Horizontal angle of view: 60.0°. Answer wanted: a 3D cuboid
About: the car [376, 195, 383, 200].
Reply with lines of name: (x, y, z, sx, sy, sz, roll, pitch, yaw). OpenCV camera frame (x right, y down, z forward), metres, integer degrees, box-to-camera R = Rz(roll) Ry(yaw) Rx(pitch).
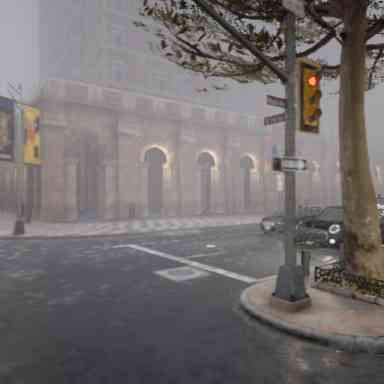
car: (13.861, 1.239, 23.593, 5.566, 2.045, 2.150, 0, 0, -36)

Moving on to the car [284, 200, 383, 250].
car: (6.335, 1.361, 14.019, 4.553, 1.767, 2.097, 0, 0, -35)

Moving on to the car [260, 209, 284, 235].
car: (5.748, 1.502, 17.886, 4.902, 1.511, 2.128, 0, 0, -35)

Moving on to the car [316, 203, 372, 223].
car: (12.070, 1.613, 26.307, 4.718, 1.301, 1.895, 0, 0, -36)
